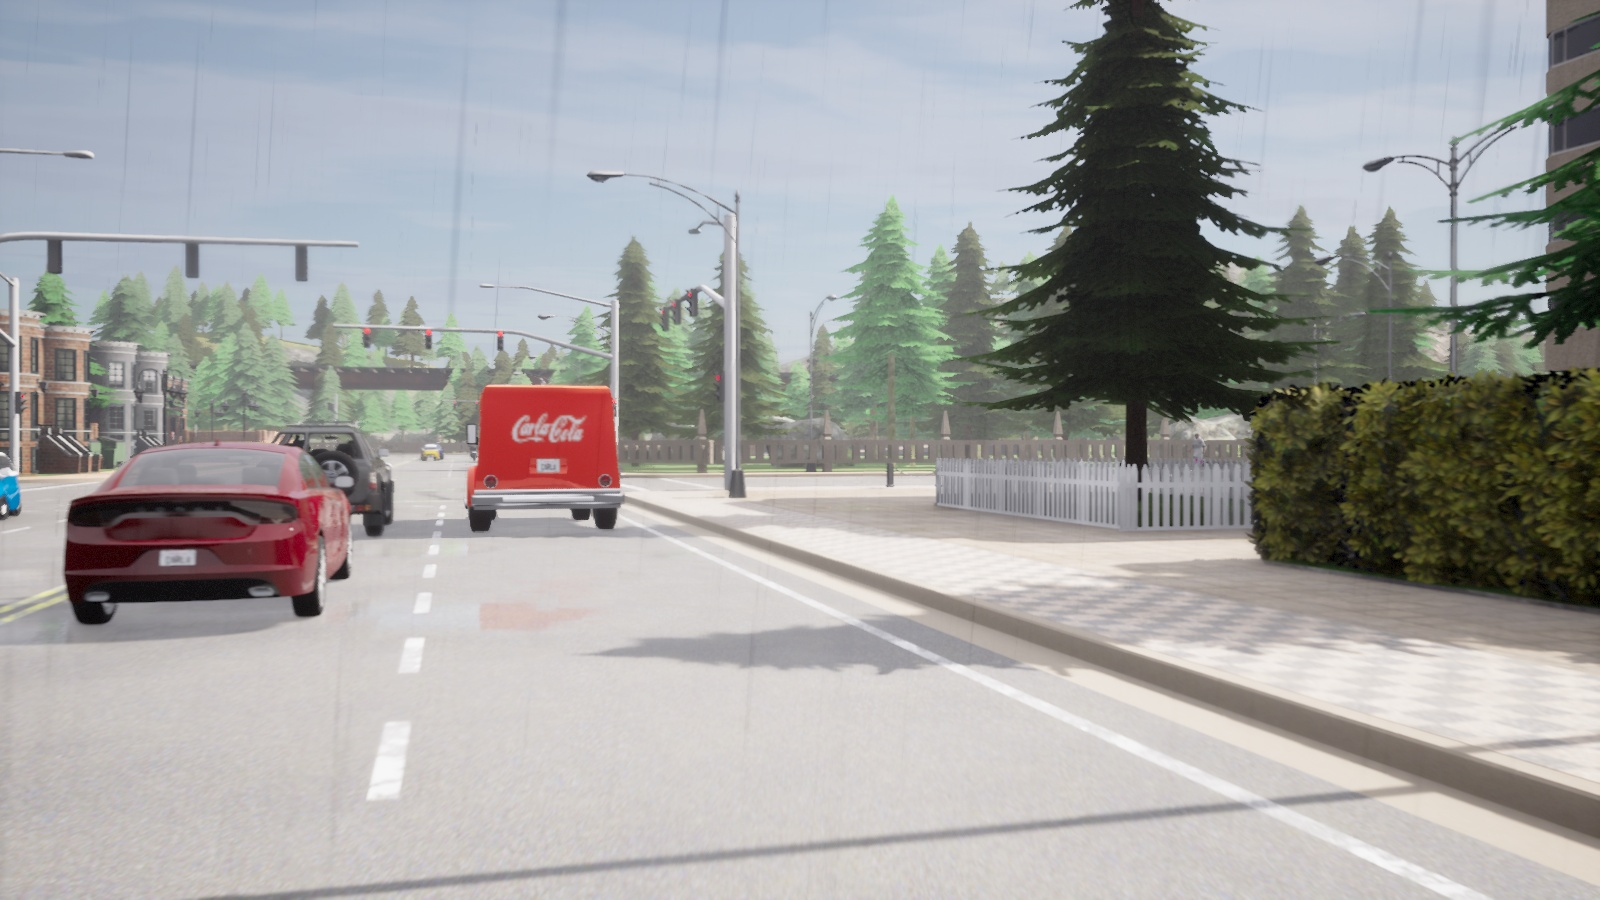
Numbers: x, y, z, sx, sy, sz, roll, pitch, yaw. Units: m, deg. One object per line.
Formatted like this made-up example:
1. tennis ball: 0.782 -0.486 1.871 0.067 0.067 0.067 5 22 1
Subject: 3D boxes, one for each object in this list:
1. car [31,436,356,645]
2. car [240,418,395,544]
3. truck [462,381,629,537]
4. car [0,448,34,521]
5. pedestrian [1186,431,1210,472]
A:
1. car: -5.410 0.652 11.910 1.882 1.535 5.008 0 0 -15
2. car: -7.867 0.439 20.873 1.932 1.855 4.605 0 0 -15
3. truck: -4.769 0.127 22.817 2.627 2.467 5.204 0 0 -15
4. car: -16.101 0.650 24.444 1.481 1.376 2.207 0 0 -15
5. pedestrian: 19.099 0.079 60.300 0.873 1.952 0.659 0 0 -16
